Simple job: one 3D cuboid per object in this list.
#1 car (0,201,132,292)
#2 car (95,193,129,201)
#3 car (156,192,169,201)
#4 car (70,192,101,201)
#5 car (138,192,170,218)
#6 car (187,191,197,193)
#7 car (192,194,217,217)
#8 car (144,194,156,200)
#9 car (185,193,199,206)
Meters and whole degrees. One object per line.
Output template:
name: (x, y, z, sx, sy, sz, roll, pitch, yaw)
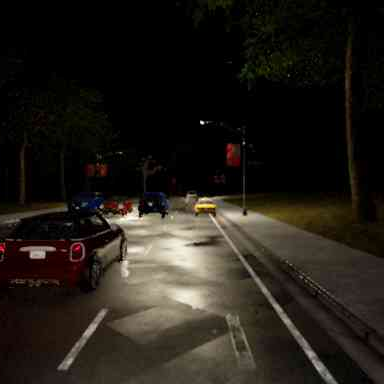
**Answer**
car: (-3.150, 1.289, 8.918, 2.097, 1.767, 4.553, 0, 0, 0)
car: (-6.595, 1.158, 29.094, 2.097, 1.767, 4.553, 0, 0, 0)
car: (-6.173, 0.905, 70.142, 2.097, 1.767, 4.553, 0, 0, 3)
car: (-9.848, 1.014, 31.349, 2.150, 2.045, 5.566, 0, 0, 0)
car: (-3.148, 1.034, 27.990, 2.150, 2.045, 5.566, 0, 0, 0)
car: (0.069, 0.833, 65.131, 2.150, 2.045, 5.566, 0, 0, 3)
car: (1.139, 1.261, 29.116, 1.801, 1.575, 5.366, 0, 0, 0)
car: (-9.186, 1.142, 73.468, 1.895, 1.301, 4.718, 0, 0, 3)
car: (0.005, 1.217, 48.670, 1.812, 1.442, 4.674, 0, 0, 0)
